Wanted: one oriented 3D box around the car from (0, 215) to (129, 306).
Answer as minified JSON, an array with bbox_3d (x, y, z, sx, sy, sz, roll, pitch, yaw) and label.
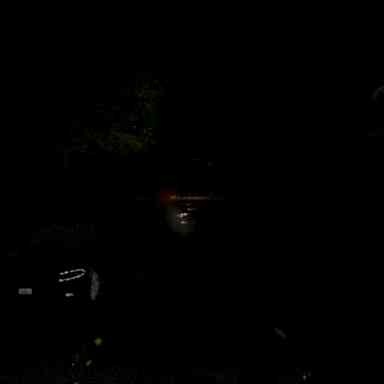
[{"bbox_3d":[-2.845,1.409,8.181,1.882,1.535,5.008,0,0,0],"label":"car"}]
